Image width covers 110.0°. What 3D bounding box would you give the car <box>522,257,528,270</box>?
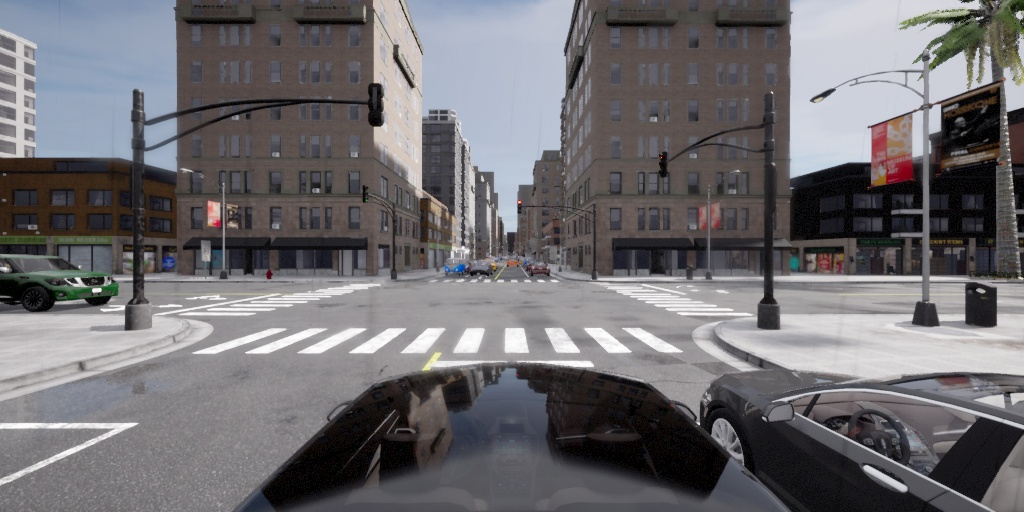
[{"bbox_3d":[2.769,1.193,47.766,1.967,1.591,4.097,0,0,0],"label":"car"}]

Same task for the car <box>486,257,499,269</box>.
[{"bbox_3d":[-3.002,1.230,46.436,1.882,1.535,5.008,0,0,0],"label":"car"}]

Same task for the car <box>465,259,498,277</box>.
[{"bbox_3d":[-2.999,1.299,36.636,2.033,1.411,5.357,0,0,4],"label":"car"}]

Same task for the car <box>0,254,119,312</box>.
[{"bbox_3d":[-18.522,0.949,13.593,5.566,2.045,2.150,0,0,0],"label":"car"}]

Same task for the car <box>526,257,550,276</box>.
[{"bbox_3d":[2.742,1.192,36.428,1.967,1.591,4.097,0,0,0],"label":"car"}]

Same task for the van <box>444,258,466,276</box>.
[{"bbox_3d":[-5.784,1.093,36.446,1.690,1.789,3.998,0,0,0],"label":"van"}]

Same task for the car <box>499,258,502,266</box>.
[{"bbox_3d":[-2.967,1.354,57.273,1.895,1.301,4.718,0,0,0],"label":"car"}]

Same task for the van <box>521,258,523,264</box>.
[{"bbox_3d":[2.796,1.093,59.105,1.690,1.789,3.998,0,0,0],"label":"van"}]

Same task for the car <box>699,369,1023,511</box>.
[{"bbox_3d":[2.668,1.300,1.778,2.007,1.370,4.403,0,0,0],"label":"car"}]
